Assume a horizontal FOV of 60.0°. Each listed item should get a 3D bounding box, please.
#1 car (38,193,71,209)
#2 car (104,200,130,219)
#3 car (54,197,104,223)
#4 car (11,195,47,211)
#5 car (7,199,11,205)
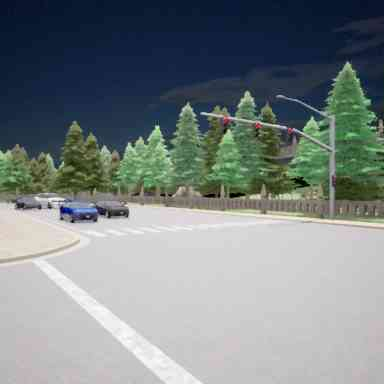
[{"bbox_3d":[-18.765,1.179,44.163,5.566,2.045,2.150,0,0,41],"label":"car"},{"bbox_3d":[-7.146,1.438,29.137,1.882,1.535,5.008,0,0,-35],"label":"car"},{"bbox_3d":[-8.635,1.434,25.134,1.882,1.535,5.008,0,0,-34],"label":"car"},{"bbox_3d":[-19.755,1.459,40.216,4.892,1.490,1.837,0,-1,44],"label":"car"},{"bbox_3d":[-30.239,1.461,58.878,4.892,1.490,1.837,0,0,15],"label":"car"}]
